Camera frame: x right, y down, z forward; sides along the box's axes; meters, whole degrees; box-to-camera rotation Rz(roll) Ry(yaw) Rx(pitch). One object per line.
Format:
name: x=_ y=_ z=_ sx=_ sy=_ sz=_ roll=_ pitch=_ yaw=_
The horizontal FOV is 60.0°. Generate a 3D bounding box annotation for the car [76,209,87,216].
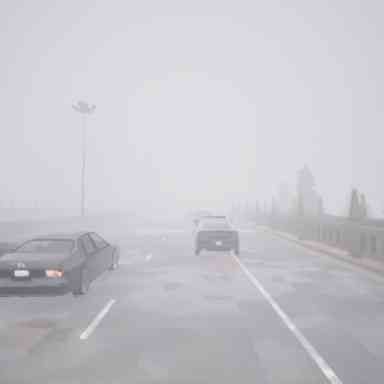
car: x=-19.845 y=3.902 z=62.695 sx=2.033 sy=1.411 sz=5.357 roll=0 pitch=-2 yaw=8

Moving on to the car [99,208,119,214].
car: x=-13.550 y=3.606 z=56.027 sx=1.812 sy=1.442 sz=4.674 roll=0 pitch=-2 yaw=5

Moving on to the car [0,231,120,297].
car: x=-3.398 y=1.774 z=9.158 sx=2.033 sy=1.411 sz=5.357 roll=0 pitch=-2 yaw=0

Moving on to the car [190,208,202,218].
car: x=1.054 y=2.463 z=31.559 sx=2.097 sy=1.767 sz=4.553 roll=0 pitch=-2 yaw=0

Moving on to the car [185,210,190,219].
car: x=0.065 y=3.412 z=50.721 sx=2.033 sy=1.411 sz=5.357 roll=0 pitch=-2 yaw=5

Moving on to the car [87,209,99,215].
car: x=-16.626 y=3.756 z=60.221 sx=1.837 sy=1.490 sz=4.892 roll=-1 pitch=-2 yaw=7

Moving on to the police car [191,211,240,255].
police car: x=1.052 y=1.912 z=15.707 sx=1.930 sy=1.638 sz=5.238 roll=0 pitch=-2 yaw=0

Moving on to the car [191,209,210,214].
car: x=1.054 y=2.355 z=25.588 sx=1.882 sy=1.535 sz=5.008 roll=0 pitch=-2 yaw=0

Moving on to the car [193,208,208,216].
car: x=1.698 y=3.912 z=64.496 sx=1.812 sy=1.442 sz=4.674 roll=-1 pitch=-2 yaw=14
